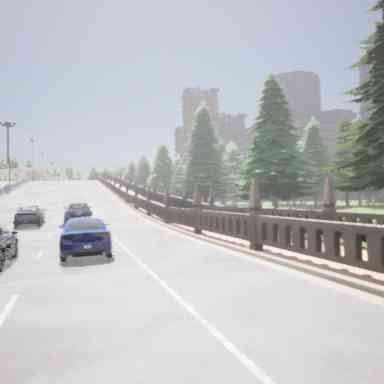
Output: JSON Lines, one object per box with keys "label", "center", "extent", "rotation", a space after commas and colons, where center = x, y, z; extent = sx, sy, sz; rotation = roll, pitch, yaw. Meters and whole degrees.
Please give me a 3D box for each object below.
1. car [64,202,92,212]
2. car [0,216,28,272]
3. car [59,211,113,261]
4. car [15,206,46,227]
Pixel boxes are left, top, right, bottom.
{"label": "car", "center": [-9.123, 1.587, 26.774], "extent": [2.097, 1.767, 4.553], "rotation": [-1, 2, -19]}
{"label": "car", "center": [-7.379, 1.873, 11.677], "extent": [2.128, 1.511, 4.902], "rotation": [-1, -1, -19]}
{"label": "car", "center": [-4.475, 1.801, 13.968], "extent": [1.882, 1.535, 5.008], "rotation": [-1, 0, -19]}
{"label": "car", "center": [-12.428, 1.807, 25.630], "extent": [2.128, 1.511, 4.902], "rotation": [-1, 2, -19]}
